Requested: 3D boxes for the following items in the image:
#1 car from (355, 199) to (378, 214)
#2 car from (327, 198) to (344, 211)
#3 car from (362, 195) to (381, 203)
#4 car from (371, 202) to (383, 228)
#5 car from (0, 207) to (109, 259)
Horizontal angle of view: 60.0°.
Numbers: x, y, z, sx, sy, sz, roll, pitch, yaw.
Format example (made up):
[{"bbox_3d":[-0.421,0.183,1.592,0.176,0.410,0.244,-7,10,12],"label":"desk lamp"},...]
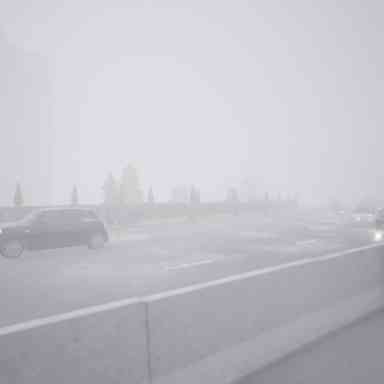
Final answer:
[{"bbox_3d":[19.465,1.779,37.352,1.994,1.385,4.181,0,-1,29],"label":"car"},{"bbox_3d":[20.147,1.650,46.705,2.097,1.767,4.553,-1,-1,23],"label":"car"},{"bbox_3d":[31.664,1.586,58.838,2.150,2.045,5.566,0,0,14],"label":"car"},{"bbox_3d":[13.837,1.640,22.632,1.812,1.442,4.674,0,0,38],"label":"car"},{"bbox_3d":[-5.686,1.425,13.069,4.553,1.767,2.097,0,0,-39],"label":"car"}]
